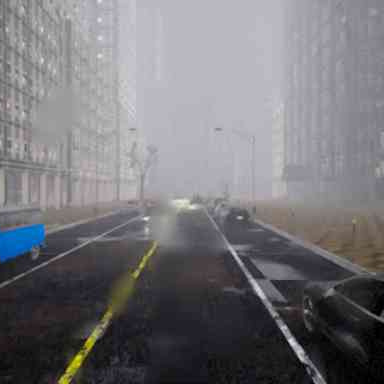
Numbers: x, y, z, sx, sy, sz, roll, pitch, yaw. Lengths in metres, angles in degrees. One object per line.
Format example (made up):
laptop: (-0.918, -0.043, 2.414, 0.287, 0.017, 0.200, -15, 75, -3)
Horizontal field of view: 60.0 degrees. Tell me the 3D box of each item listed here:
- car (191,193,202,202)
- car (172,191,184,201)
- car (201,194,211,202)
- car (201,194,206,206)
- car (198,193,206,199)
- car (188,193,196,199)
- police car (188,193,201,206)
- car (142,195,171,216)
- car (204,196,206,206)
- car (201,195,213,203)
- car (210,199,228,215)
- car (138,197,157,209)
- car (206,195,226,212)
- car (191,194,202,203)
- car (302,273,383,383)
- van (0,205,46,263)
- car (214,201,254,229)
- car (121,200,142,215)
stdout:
car: (0.835, 1.032, 66.137, 2.097, 1.767, 4.553, 0, 0, 0)
car: (-3.015, 0.853, 72.256, 2.150, 2.045, 5.566, 0, 0, 0)
car: (2.669, 1.207, 66.004, 1.752, 1.417, 4.829, -1, 0, 0)
car: (2.673, 1.332, 48.907, 1.947, 1.339, 4.313, -1, 0, 0)
car: (2.665, 1.112, 88.405, 1.887, 1.381, 4.507, -1, 0, 0)
car: (-0.017, 1.016, 84.501, 1.994, 1.385, 4.181, 0, 0, 0)
police car: (0.596, 1.184, 50.233, 1.930, 1.638, 5.238, 0, 0, -5)
car: (-3.101, 1.331, 30.800, 1.882, 1.535, 5.008, 0, 0, 0)
car: (2.675, 1.387, 37.621, 1.947, 1.339, 4.313, -1, 0, 0)
car: (2.670, 1.255, 60.191, 1.887, 1.381, 4.507, -1, 0, 0)
car: (2.677, 1.457, 26.336, 1.802, 1.307, 4.206, -1, 0, 0)
car: (-5.707, 1.359, 43.260, 1.947, 1.339, 4.313, -1, 0, 0)
car: (2.675, 1.288, 31.978, 1.967, 1.590, 4.097, -1, 0, 0)
car: (0.807, 1.216, 60.167, 1.837, 1.490, 4.892, 0, 0, 0)
car: (2.682, 1.548, 3.765, 1.947, 1.339, 4.313, -1, 0, 0)
van: (-5.703, 1.297, 9.411, 1.690, 1.788, 3.998, -1, 0, 0)
car: (2.679, 1.468, 20.693, 1.947, 1.339, 4.313, -1, 0, 0)
car: (-5.704, 1.430, 31.978, 1.802, 1.307, 4.206, -1, 0, 0)
